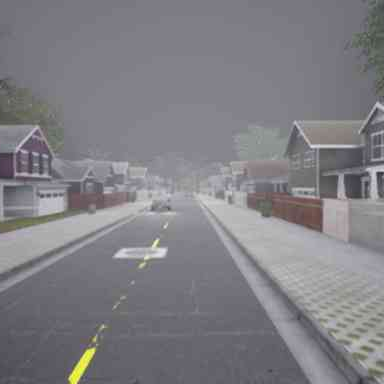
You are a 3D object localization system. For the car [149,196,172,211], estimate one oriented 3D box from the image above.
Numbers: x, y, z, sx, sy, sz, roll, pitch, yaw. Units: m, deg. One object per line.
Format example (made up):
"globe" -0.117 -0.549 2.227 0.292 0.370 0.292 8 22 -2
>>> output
"car" -3.044 1.128 33.871 1.812 1.442 4.674 0 1 -1

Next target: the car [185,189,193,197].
"car" -0.713 0.567 80.135 1.994 1.385 4.181 0 1 -1
